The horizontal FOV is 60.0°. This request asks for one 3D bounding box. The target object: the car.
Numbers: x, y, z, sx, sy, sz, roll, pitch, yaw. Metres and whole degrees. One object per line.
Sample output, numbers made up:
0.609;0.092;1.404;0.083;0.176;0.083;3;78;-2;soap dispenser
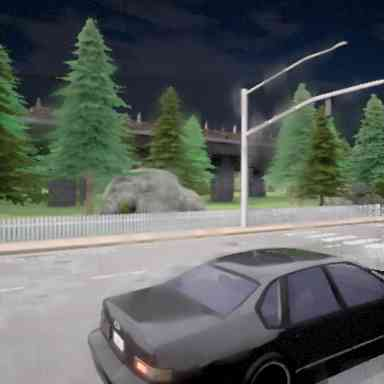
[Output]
1.427;1.520;4.598;5.357;1.411;2.033;0;0;-31;car
